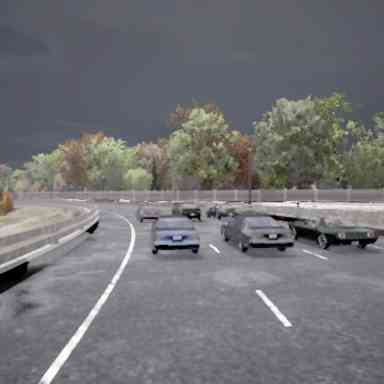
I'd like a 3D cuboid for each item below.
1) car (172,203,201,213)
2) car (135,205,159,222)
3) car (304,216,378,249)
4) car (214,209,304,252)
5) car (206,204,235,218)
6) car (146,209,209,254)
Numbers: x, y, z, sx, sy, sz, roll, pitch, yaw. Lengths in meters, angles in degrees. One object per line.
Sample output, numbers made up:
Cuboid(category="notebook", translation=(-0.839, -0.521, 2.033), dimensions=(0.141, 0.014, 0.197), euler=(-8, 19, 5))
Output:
Cuboid(category="car", translation=(-0.607, 1.762, 30.534), dimensions=(1.882, 1.535, 5.008), euler=(0, 0, -16))
Cuboid(category="car", translation=(-3.843, 1.821, 29.139), dimensions=(2.033, 1.411, 5.357), euler=(0, -1, -15))
Cuboid(category="car", translation=(6.095, 1.737, 15.199), dimensions=(1.895, 1.301, 4.718), euler=(0, 0, -7))
Cuboid(category="car", translation=(2.639, 1.682, 14.643), dimensions=(2.033, 1.411, 5.357), euler=(0, -1, -7))
Cuboid(category="car", translation=(2.793, 1.815, 31.378), dimensions=(1.812, 1.442, 4.674), euler=(0, 0, -16))
Cuboid(category="car", translation=(-0.833, 1.681, 14.202), dimensions=(2.033, 1.411, 5.357), euler=(0, -1, -7))
